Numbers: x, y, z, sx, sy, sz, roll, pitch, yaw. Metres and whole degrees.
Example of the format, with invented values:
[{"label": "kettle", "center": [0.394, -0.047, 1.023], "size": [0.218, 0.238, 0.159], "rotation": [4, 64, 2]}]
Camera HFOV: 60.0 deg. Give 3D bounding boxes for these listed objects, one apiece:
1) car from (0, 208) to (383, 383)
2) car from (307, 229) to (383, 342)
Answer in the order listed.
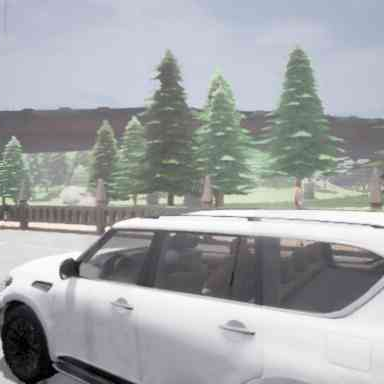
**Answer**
[{"label": "car", "center": [0.042, 1.216, 3.791], "size": [5.566, 2.045, 2.150], "rotation": [0, 0, 34]}, {"label": "car", "center": [4.714, 1.500, 4.862], "size": [5.357, 1.411, 2.033], "rotation": [0, 0, 35]}]
